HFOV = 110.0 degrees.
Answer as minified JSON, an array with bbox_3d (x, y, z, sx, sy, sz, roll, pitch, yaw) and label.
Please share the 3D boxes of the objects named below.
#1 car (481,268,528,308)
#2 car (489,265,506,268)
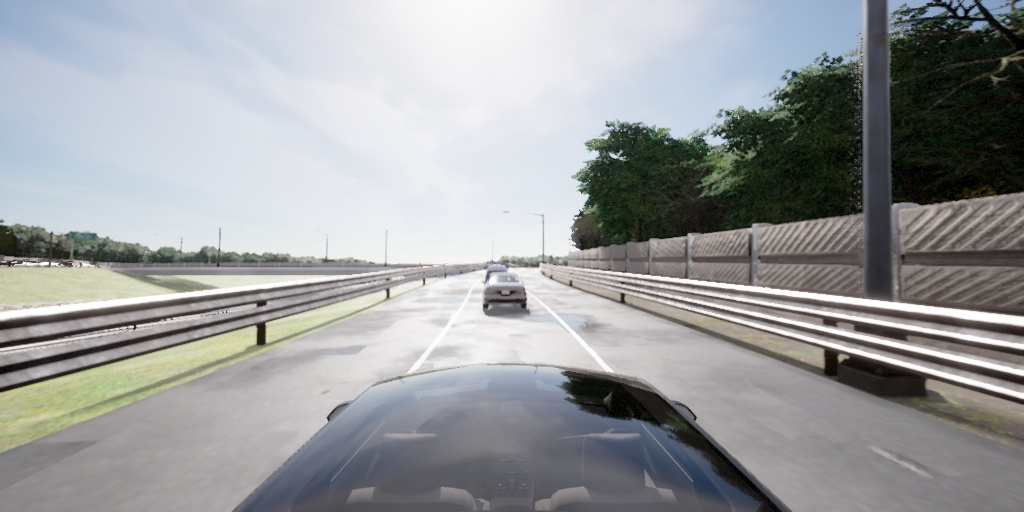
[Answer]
[{"bbox_3d":[-0.379,1.440,15.991,2.033,1.411,5.357,0,-1,-3],"label":"car"},{"bbox_3d":[-1.280,1.519,31.399,1.882,1.535,5.008,0,0,-2],"label":"car"}]
